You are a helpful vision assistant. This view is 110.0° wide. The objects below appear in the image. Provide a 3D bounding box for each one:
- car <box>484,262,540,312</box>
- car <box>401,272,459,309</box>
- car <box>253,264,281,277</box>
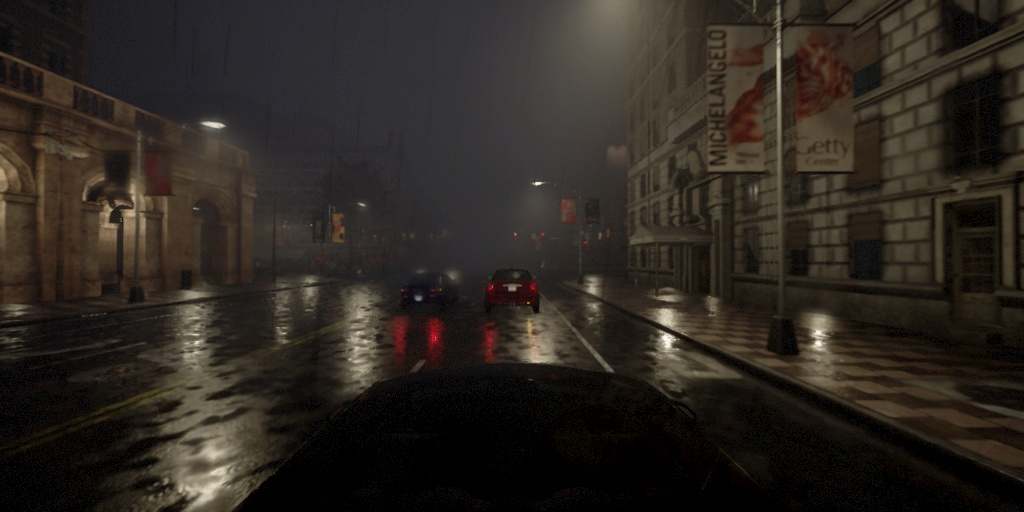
[{"bbox_3d":[0.016,1.250,15.264,2.097,1.767,4.553,0,-1,0],"label":"car"},{"bbox_3d":[-3.484,1.429,15.738,1.812,1.442,4.674,0,0,0],"label":"car"},{"bbox_3d":[-30.215,1.662,42.647,4.902,1.511,2.128,1,-1,0],"label":"car"}]
